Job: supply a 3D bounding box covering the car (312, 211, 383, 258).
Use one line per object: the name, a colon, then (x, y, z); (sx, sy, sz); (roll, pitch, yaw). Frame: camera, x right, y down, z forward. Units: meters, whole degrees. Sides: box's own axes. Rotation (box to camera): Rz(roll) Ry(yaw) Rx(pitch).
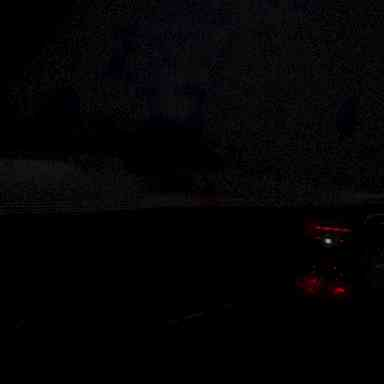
car: (6.681, 1.494, 12.884); (4.902, 1.511, 2.128); (0, 0, -35)
